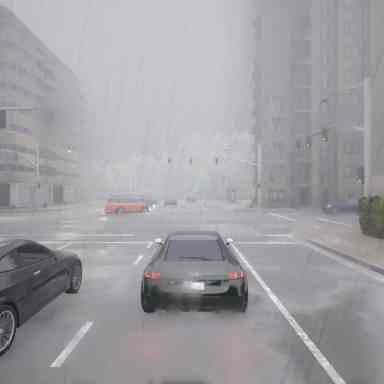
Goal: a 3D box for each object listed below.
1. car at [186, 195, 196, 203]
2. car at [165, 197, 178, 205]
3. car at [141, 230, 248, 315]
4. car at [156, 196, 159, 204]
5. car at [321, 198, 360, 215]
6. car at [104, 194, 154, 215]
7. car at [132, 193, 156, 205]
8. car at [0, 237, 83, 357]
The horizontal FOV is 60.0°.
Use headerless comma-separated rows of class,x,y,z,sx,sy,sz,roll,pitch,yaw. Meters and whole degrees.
car,-0.150,1.355,72.566,2.097,1.767,4.553,0,0,0
car,-3.552,1.564,57.220,1.994,1.385,4.181,0,0,0
car,0.049,1.564,7.650,1.994,1.385,4.181,0,0,0
car,-7.193,1.491,60.662,2.128,1.511,4.902,0,0,0
car,15.514,1.352,33.689,4.553,1.767,2.097,0,0,1
car,-6.516,1.352,33.519,2.097,1.767,4.553,0,0,42
car,-7.203,1.221,50.638,2.150,2.045,5.566,0,0,0
car,-3.460,1.526,5.848,1.812,1.442,4.674,0,0,0
